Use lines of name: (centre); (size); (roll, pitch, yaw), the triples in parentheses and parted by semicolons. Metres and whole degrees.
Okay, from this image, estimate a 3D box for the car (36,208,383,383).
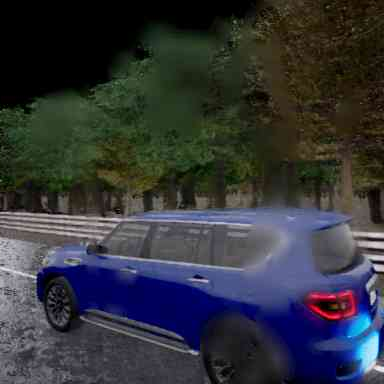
car: (-0.164, 1.273, 5.276); (5.566, 2.045, 2.150); (-1, -1, 36)
